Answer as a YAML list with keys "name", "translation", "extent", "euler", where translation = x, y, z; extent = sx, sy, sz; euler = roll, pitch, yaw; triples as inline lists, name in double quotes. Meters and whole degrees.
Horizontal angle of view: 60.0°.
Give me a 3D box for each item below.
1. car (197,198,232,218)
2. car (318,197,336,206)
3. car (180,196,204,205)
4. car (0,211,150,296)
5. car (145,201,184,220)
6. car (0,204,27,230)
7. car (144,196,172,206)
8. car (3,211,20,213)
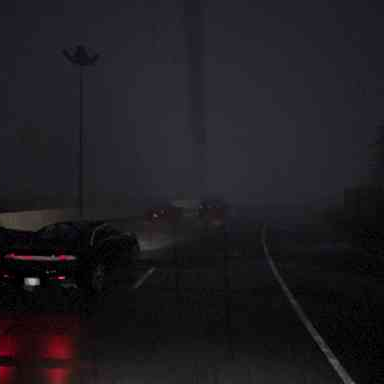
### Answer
- name: "car"
  translation: [2.175, 1.352, 30.073]
  extent: [2.097, 1.767, 4.553]
  euler: [0, 0, 19]
- name: "car"
  translation: [23.048, 1.596, 56.707]
  extent: [1.837, 1.490, 4.892]
  euler: [0, 0, 41]
- name: "car"
  translation: [0.094, 1.506, 57.369]
  extent: [1.812, 1.442, 4.674]
  euler: [0, 0, 34]
- name: "car"
  translation: [-2.769, 1.475, 8.682]
  extent: [2.128, 1.511, 4.902]
  euler: [0, 0, 6]
- name: "car"
  translation: [-2.196, 1.580, 28.227]
  extent: [1.895, 1.301, 4.718]
  euler: [0, 0, 18]
- name: "car"
  translation: [-12.065, 1.483, 18.793]
  extent: [2.033, 1.411, 5.357]
  euler: [0, 0, 11]
- name: "car"
  translation: [-5.587, 1.431, 54.862]
  extent: [1.882, 1.535, 5.008]
  euler: [0, 0, 31]
- name: "car"
  translation: [-6.244, 1.445, 9.059]
  extent: [1.882, 1.535, 5.008]
  euler: [0, 0, 6]
